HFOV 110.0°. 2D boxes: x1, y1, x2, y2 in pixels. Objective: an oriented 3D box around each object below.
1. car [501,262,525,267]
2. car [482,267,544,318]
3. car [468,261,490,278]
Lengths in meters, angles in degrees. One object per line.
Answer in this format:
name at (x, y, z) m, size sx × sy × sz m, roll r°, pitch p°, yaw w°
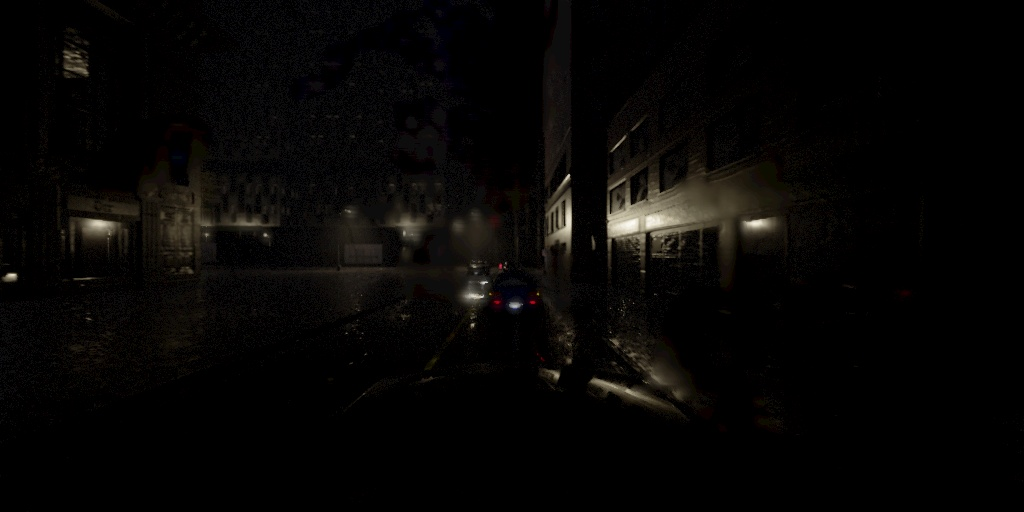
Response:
car at (0.096, 1.249, 31.076) m, size 2.128 × 1.511 × 4.902 m, roll 0°, pitch 0°, yaw 0°
car at (0.097, 1.279, 12.915) m, size 1.812 × 1.442 × 4.674 m, roll 0°, pitch 0°, yaw 0°
car at (-3.050, 1.250, 34.199) m, size 2.128 × 1.511 × 4.902 m, roll 0°, pitch 0°, yaw 1°
